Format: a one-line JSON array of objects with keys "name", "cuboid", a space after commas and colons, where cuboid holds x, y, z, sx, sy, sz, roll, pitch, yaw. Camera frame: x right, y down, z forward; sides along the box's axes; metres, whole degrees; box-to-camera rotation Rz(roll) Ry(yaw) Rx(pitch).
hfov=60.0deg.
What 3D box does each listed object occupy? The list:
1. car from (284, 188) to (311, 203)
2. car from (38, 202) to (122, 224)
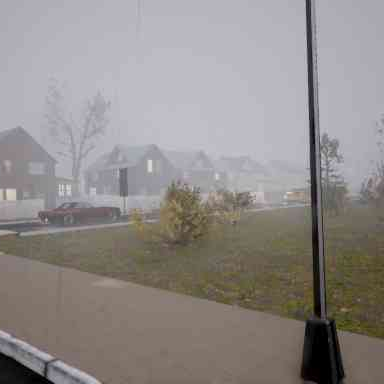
[{"name": "car", "cuboid": [13.948, 0.594, 42.264, 1.882, 1.535, 5.008, -2, -1, 44]}, {"name": "car", "cuboid": [-6.719, 1.253, 20.432, 1.895, 1.301, 4.718, -2, -1, 43]}]
